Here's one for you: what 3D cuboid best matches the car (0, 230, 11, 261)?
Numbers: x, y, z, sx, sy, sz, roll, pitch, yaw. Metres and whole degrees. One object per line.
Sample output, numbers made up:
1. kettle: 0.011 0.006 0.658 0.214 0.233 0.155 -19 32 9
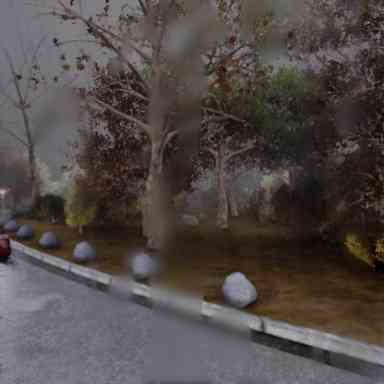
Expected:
1. car: -7.552 1.503 11.047 1.994 1.385 4.181 0 0 -43
